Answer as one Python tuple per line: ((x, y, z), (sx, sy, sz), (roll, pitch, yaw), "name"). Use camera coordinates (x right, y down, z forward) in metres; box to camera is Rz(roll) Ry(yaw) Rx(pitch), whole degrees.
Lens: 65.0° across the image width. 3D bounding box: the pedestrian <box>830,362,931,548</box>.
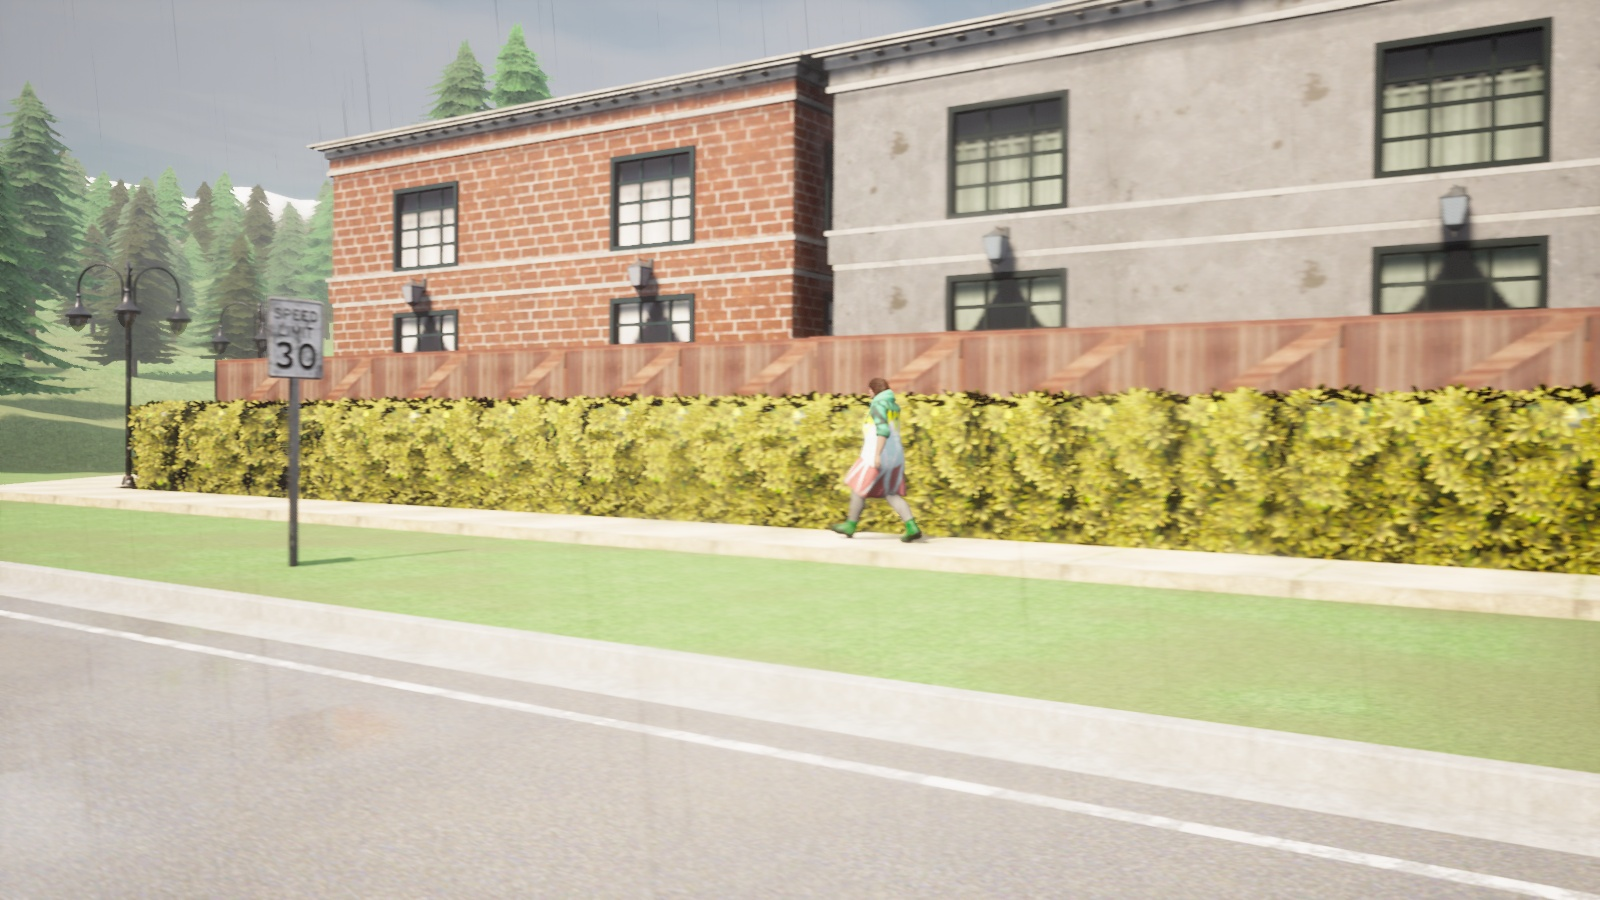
((0.877, 0.046, 13.654), (0.873, 1.952, 0.659), (0, 1, 34), "pedestrian")
